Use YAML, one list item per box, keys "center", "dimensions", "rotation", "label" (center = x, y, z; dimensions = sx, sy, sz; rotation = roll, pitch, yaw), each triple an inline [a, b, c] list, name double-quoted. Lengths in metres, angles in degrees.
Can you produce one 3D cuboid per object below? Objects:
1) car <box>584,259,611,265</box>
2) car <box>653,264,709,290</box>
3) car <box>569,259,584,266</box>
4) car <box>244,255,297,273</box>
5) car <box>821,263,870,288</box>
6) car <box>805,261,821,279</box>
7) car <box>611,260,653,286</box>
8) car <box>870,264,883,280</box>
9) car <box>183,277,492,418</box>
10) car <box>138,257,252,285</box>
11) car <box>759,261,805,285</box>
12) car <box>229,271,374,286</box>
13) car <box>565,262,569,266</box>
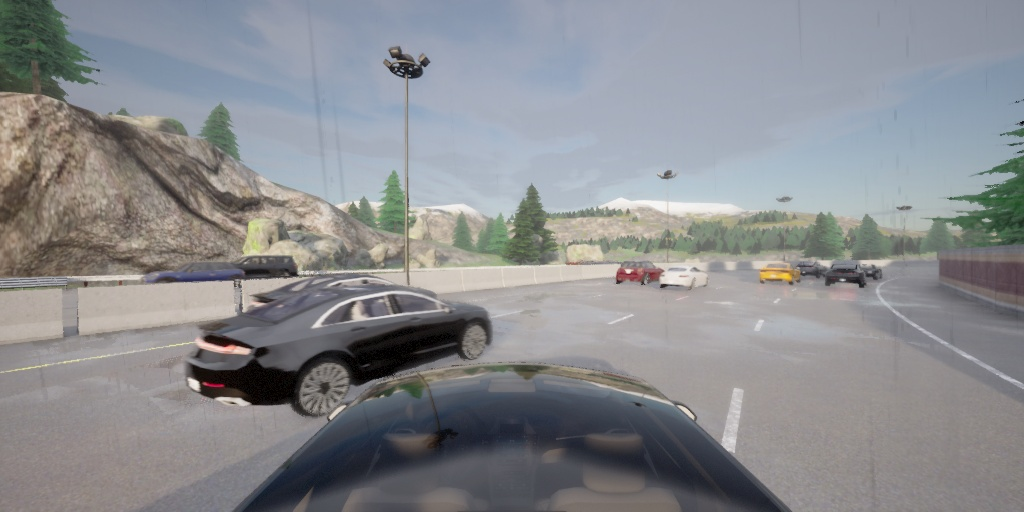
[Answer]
- center: [11.148, 1.242, 42.439]
  dimensions: [4.902, 1.511, 2.128]
  rotation: [0, 0, -41]
  label: "car"
- center: [10.713, 1.275, 22.248]
  dimensions: [1.812, 1.442, 4.674]
  rotation: [0, 0, 43]
  label: "car"
- center: [10.097, 1.243, 46.181]
  dimensions: [4.902, 1.511, 2.128]
  rotation: [0, 0, -41]
  label: "car"
- center: [-18.549, 0.971, 25.740]
  dimensions: [2.150, 2.045, 5.566]
  rotation: [0, 0, 37]
  label: "car"
- center: [22.485, 1.255, 24.115]
  dimensions: [4.892, 1.490, 1.837]
  rotation: [0, 0, -43]
  label: "car"
- center: [27.685, 1.242, 33.218]
  dimensions: [4.902, 1.511, 2.128]
  rotation: [0, 0, -39]
  label: "car"
- center: [9.368, 1.101, 25.924]
  dimensions: [2.097, 1.767, 4.553]
  rotation: [0, 0, 43]
  label: "car"
- center: [30.424, 1.351, 30.950]
  dimensions: [4.718, 1.301, 1.895]
  rotation: [0, 0, -39]
  label: "car"
- center: [-2.275, 1.242, 6.095]
  dimensions: [2.128, 1.511, 4.902]
  rotation: [0, 0, 34]
  label: "car"
- center: [-18.040, 1.102, 20.454]
  dimensions: [2.097, 1.767, 4.553]
  rotation: [0, 0, 36]
  label: "car"
- center: [19.747, 1.228, 26.340]
  dimensions: [5.008, 1.535, 1.882]
  rotation: [0, 0, -44]
  label: "car"
- center: [-4.112, 1.240, 9.562]
  dimensions: [2.128, 1.511, 4.902]
  rotation: [0, 0, 35]
  label: "car"
- center: [9.688, 0.999, 50.440]
  dimensions: [4.718, 1.301, 1.895]
  rotation: [0, 0, -40]
  label: "car"
